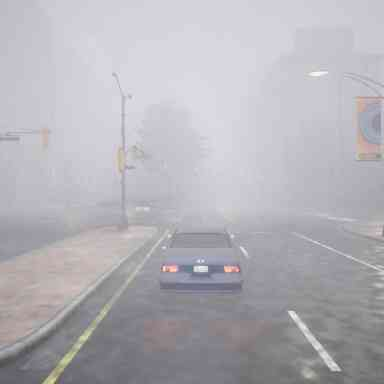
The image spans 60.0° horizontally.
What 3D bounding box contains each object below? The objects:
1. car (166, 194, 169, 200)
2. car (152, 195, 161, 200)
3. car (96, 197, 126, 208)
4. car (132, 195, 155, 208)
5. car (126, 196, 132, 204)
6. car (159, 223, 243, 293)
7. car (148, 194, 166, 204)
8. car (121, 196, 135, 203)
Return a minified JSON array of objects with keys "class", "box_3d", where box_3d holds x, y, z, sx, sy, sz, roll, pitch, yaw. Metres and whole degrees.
[{"class":"car","box_3d":[-6.513,1.355,79.595,2.097,1.767,4.553,0,0,1]},{"class":"car","box_3d":[-9.776,1.486,92.195,1.837,1.490,4.892,0,0,1]},{"class":"car","box_3d":[-11.788,1.601,47.652,1.895,1.301,4.718,0,0,18]},{"class":"car","box_3d":[-7.181,1.565,49.245,1.994,1.385,4.181,0,0,1]},{"class":"car","box_3d":[-10.409,1.525,61.742,1.812,1.442,4.674,0,0,2]},{"class":"car","box_3d":[0.232,1.547,8.987,2.033,1.411,5.357,0,0,1]},{"class":"car","box_3d":[-6.841,1.547,64.217,2.033,1.411,5.357,0,0,2]},{"class":"car","box_3d":[-13.447,1.595,69.884,1.895,1.301,4.718,0,0,1]}]
